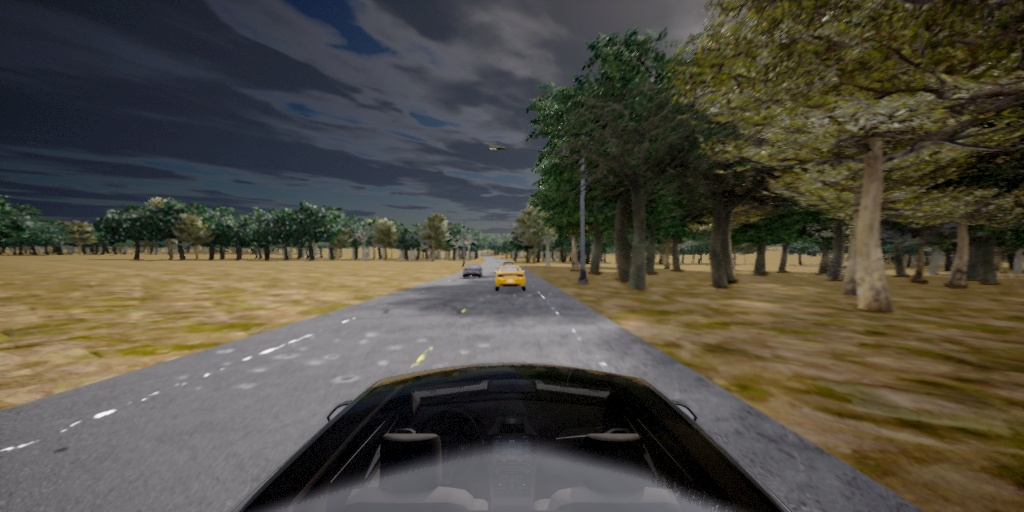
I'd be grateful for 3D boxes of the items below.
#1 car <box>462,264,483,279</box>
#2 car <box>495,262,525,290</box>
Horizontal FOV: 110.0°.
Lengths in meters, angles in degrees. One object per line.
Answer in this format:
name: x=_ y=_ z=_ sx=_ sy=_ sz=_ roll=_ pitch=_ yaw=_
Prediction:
car: x=-3.989 y=1.542 z=37.313 sx=2.033 sy=1.411 sz=5.357 roll=0 pitch=0 yaw=-1
car: x=-0.127 y=1.385 z=24.332 sx=1.882 sy=1.535 sz=5.008 roll=0 pitch=0 yaw=-1
